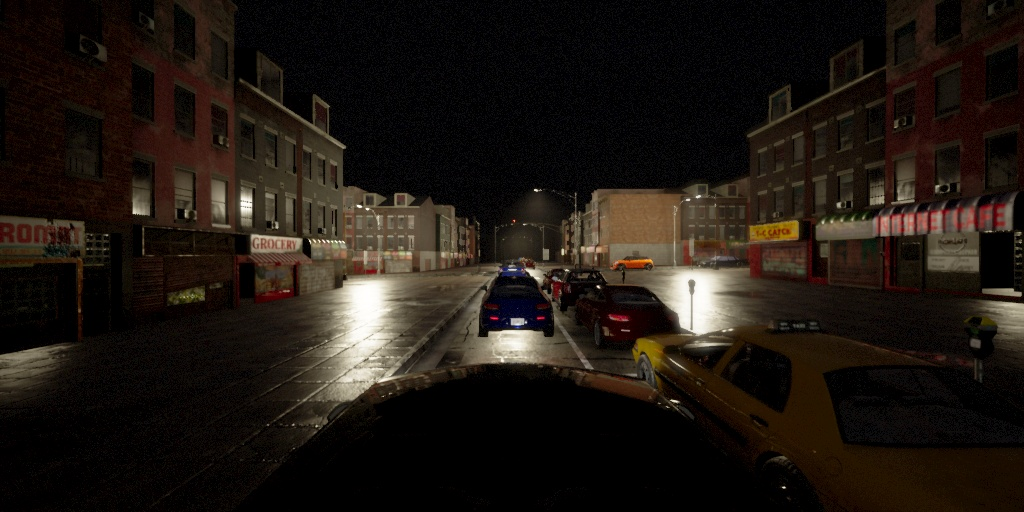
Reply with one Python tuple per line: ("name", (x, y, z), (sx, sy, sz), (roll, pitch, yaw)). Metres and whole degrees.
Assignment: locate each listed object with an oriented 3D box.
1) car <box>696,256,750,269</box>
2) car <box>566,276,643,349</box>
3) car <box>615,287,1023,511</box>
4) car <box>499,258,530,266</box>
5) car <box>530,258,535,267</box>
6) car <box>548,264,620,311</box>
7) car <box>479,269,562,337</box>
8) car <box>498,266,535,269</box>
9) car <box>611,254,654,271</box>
("car", (23.736, 0.661, 40.327), (5.357, 1.411, 2.033), (-1, 0, 0))
("car", (2.644, 1.333, 8.881), (1.802, 1.307, 4.207), (0, 0, 0))
("car", (2.640, 1.275, 3.584), (1.751, 1.417, 4.829), (0, 0, 0))
("car", (0.007, 1.124, 27.478), (2.097, 1.767, 4.553), (0, 0, 0))
("car", (2.679, 1.307, 57.154), (1.967, 1.591, 4.097), (0, 0, 0))
("car", (2.648, 1.193, 14.347), (1.967, 1.591, 4.097), (0, 0, 0))
("car", (0.079, 1.277, 10.168), (1.812, 1.442, 4.674), (0, 0, -1))
("car", (0.117, 1.357, 17.579), (1.895, 1.301, 4.718), (0, 0, 0))
("car", (13.385, 0.734, 40.315), (4.553, 1.767, 2.097), (-1, 0, 0))
